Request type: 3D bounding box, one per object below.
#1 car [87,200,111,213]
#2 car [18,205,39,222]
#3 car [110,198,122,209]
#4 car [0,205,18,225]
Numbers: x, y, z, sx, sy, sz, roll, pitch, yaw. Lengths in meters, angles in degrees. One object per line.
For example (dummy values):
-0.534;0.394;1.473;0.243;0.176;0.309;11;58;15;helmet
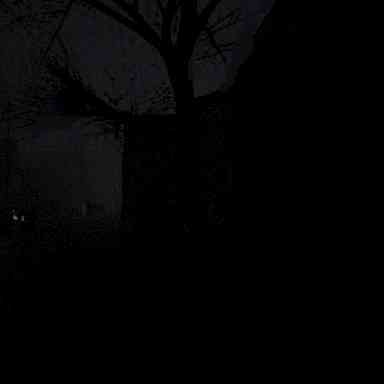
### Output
-14.753;2.300;50.322;2.128;1.511;4.902;1;-1;10;car
-15.705;1.929;30.393;1.837;1.490;4.892;1;-1;-3;car
-15.483;2.308;66.884;2.150;2.045;5.566;1;-1;10;car
-14.990;1.805;24.835;1.882;1.535;5.008;1;-1;-11;car
